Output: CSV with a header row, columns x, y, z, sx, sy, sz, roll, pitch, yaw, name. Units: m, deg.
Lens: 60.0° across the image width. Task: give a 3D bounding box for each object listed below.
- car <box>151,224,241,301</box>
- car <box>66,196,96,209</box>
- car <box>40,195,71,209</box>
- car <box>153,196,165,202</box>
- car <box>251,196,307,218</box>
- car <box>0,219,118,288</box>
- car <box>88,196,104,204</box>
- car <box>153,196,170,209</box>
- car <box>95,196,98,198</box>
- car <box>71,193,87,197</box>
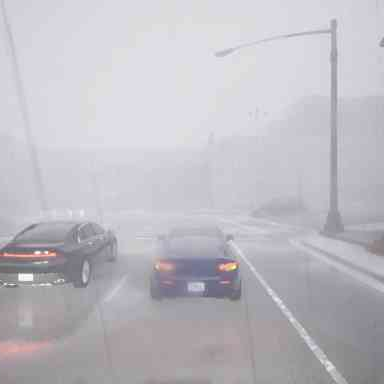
x,y,z,sx,sy,sz,roll,pitch,yaw,name
0.091,1.526,8.230,1.812,1.442,4.674,0,0,0,car
-14.697,1.601,44.306,1.895,1.301,4.718,0,0,-1,car
-18.188,1.352,43.941,2.097,1.767,4.553,0,0,-1,car
-7.743,1.553,78.490,1.994,1.385,4.181,0,0,9,car
7.308,1.216,28.418,4.553,1.767,2.097,-3,0,1,car
-3.399,1.505,9.243,1.837,1.490,4.892,0,0,0,car
-18.600,1.505,64.792,1.837,1.490,4.892,0,0,-1,car
-4.072,1.526,44.253,1.812,1.442,4.674,0,0,-1,car
-14.909,1.478,53.702,1.882,1.535,5.008,0,0,-1,car
-18.404,1.221,53.492,2.150,2.045,5.566,0,0,-1,car
